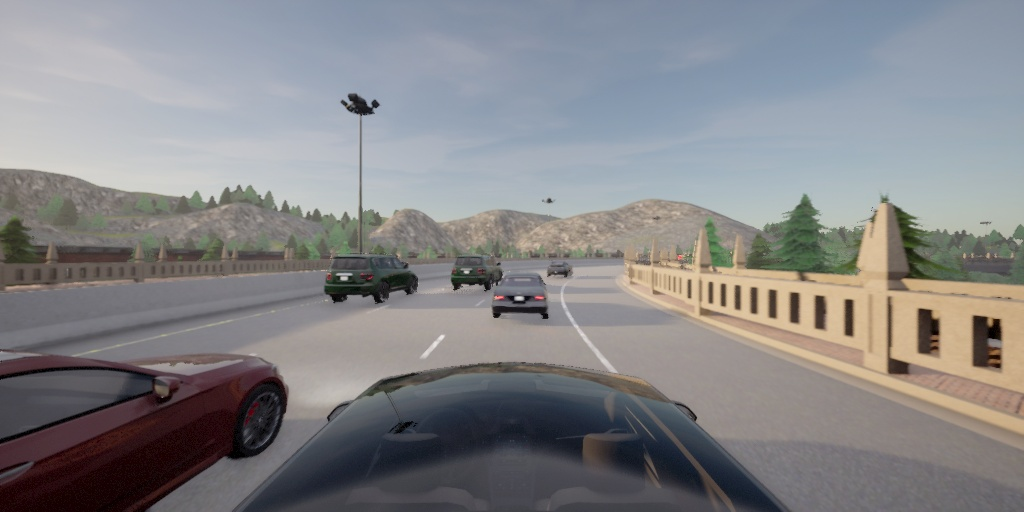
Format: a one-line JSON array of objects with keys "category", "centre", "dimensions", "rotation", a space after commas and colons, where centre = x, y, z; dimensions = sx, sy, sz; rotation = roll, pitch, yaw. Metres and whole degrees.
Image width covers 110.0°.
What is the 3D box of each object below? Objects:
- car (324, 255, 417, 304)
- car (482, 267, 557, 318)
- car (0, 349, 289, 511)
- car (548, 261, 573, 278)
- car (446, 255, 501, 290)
[{"category": "car", "centre": [-6.279, 0.963, 16.643], "dimensions": [2.150, 2.045, 5.566], "rotation": [0, 0, 6]}, {"category": "car", "centre": [0.398, 1.291, 13.027], "dimensions": [2.033, 1.411, 5.357], "rotation": [0, 0, 4]}, {"category": "car", "centre": [-3.411, 1.275, 2.068], "dimensions": [1.812, 1.442, 4.674], "rotation": [0, 0, 0]}, {"category": "car", "centre": [4.653, 1.223, 34.160], "dimensions": [2.128, 1.511, 4.902], "rotation": [0, 0, 18]}, {"category": "car", "centre": [-2.014, 0.960, 22.036], "dimensions": [2.150, 2.045, 5.566], "rotation": [0, 0, 9]}]
